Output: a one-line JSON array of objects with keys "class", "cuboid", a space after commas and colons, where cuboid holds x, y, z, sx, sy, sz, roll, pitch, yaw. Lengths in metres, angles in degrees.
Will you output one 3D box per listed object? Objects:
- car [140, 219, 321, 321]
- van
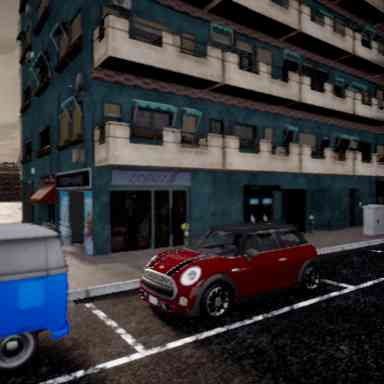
[{"class": "car", "cuboid": [0.922, 1.449, 7.232, 4.097, 1.590, 1.967, 0, -1, -36]}, {"class": "van", "cuboid": [-3.575, 1.340, 4.024, 3.998, 1.788, 1.690, 0, -1, -36]}]
